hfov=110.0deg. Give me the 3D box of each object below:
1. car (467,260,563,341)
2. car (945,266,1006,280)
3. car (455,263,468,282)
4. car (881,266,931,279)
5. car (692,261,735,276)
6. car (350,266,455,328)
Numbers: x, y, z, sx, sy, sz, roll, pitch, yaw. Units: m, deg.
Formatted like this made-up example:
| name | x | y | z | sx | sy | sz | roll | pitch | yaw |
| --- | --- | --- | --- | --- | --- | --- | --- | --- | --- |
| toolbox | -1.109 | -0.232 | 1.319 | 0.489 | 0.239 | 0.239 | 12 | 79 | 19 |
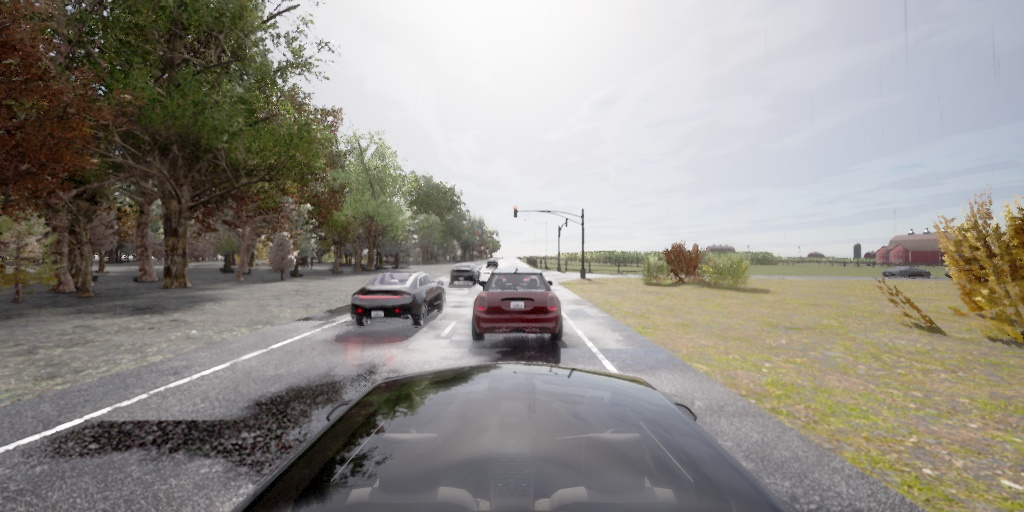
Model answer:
| name | x | y | z | sx | sy | sz | roll | pitch | yaw |
| --- | --- | --- | --- | --- | --- | --- | --- | --- | --- |
| car | 0.112 | 1.101 | 10.037 | 2.097 | 1.767 | 4.553 | 0 | 0 | 0 |
| car | 48.580 | 1.755 | 37.588 | 4.902 | 1.511 | 2.128 | 1 | -1 | 1 |
| car | -3.351 | 1.252 | 26.322 | 1.837 | 1.490 | 4.892 | 0 | 0 | 0 |
| car | 45.180 | 1.849 | 41.214 | 4.181 | 1.385 | 1.994 | 1 | -1 | 1 |
| car | 23.307 | 1.399 | 41.387 | 4.553 | 1.767 | 2.097 | 1 | -1 | 0 |
| car | -3.380 | 1.241 | 11.466 | 2.128 | 1.511 | 4.902 | 0 | 0 | 0 |
